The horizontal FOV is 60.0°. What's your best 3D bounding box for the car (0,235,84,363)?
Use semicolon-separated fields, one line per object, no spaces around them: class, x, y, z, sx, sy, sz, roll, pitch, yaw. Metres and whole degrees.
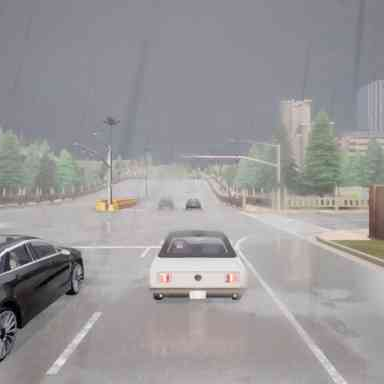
car;-3.389;1.492;5.795;2.128;1.511;4.902;0;0;0

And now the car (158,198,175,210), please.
car;-3.322;1.505;43.695;1.837;1.490;4.892;0;0;0

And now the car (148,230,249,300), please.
car;0.114;1.601;8.331;1.895;1.301;4.718;0;0;0

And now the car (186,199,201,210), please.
car;0.181;1.564;43.801;1.994;1.385;4.181;0;0;0
